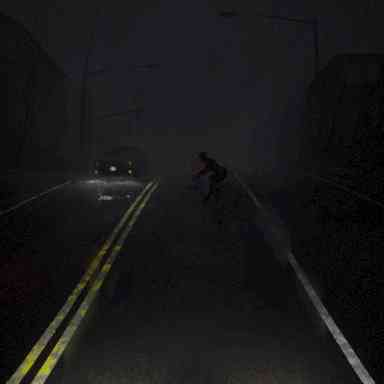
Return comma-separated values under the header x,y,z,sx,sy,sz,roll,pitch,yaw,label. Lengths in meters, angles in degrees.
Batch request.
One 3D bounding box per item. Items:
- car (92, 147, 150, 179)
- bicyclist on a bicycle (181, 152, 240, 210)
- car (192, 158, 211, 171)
x,y,z,sx,sy,sz,roll,pitch,yaw,label
-3.221,-1.431,15.734,1.994,1.385,4.181,0,8,2,car
0.483,-0.279,9.093,1.656,1.620,0.582,-1,12,5,bicyclist on a bicycle
1.001,-2.304,28.923,1.895,1.301,4.718,0,2,3,car
